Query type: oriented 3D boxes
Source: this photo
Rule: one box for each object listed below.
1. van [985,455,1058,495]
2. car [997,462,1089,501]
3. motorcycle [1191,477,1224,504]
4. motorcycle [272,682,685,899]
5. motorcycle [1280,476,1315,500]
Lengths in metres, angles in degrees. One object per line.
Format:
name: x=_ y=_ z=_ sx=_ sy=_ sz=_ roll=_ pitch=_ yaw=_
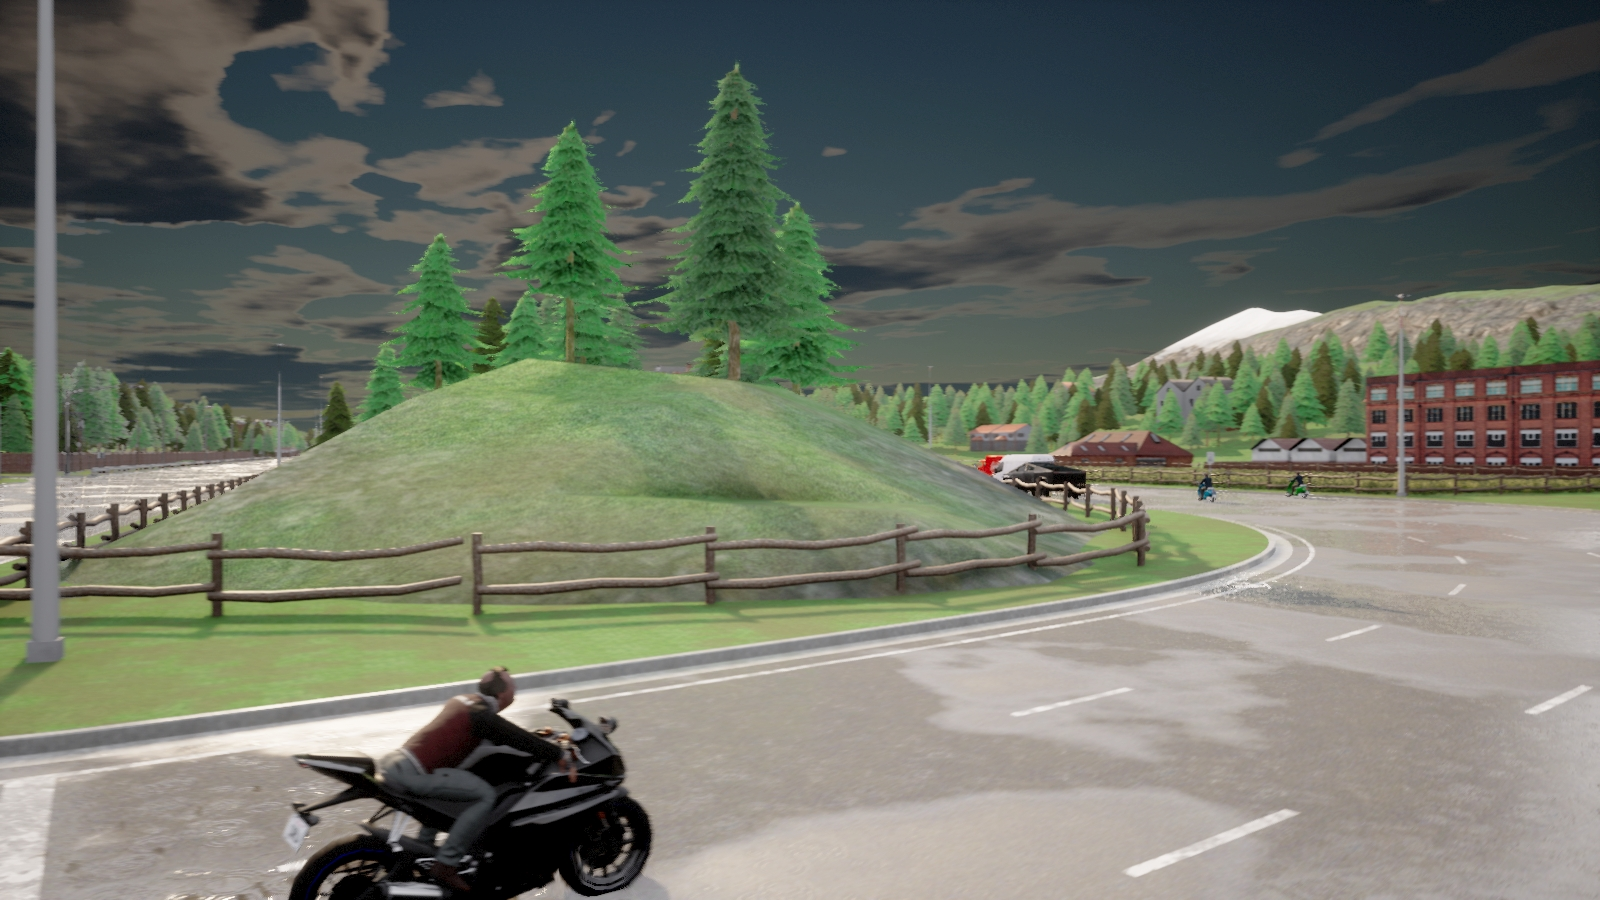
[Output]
van: x=14.709 y=1.599 z=76.176 sx=1.988 sy=2.561 sz=5.915 roll=0 pitch=0 yaw=-20
car: x=14.145 y=1.810 z=66.964 sx=2.390 sy=2.098 sz=6.274 roll=0 pitch=0 yaw=-18
motorcycle: x=22.069 y=2.194 z=61.914 sx=0.856 sy=1.316 sz=1.805 roll=-4 pitch=1 yaw=-10
motorcycle: x=-1.866 y=2.211 z=6.825 sx=2.209 sy=1.251 sz=0.867 roll=0 pitch=-1 yaw=-37
motorcycle: x=29.134 y=2.198 z=66.885 sx=0.856 sy=1.316 sz=1.805 roll=-1 pitch=0 yaw=-19
